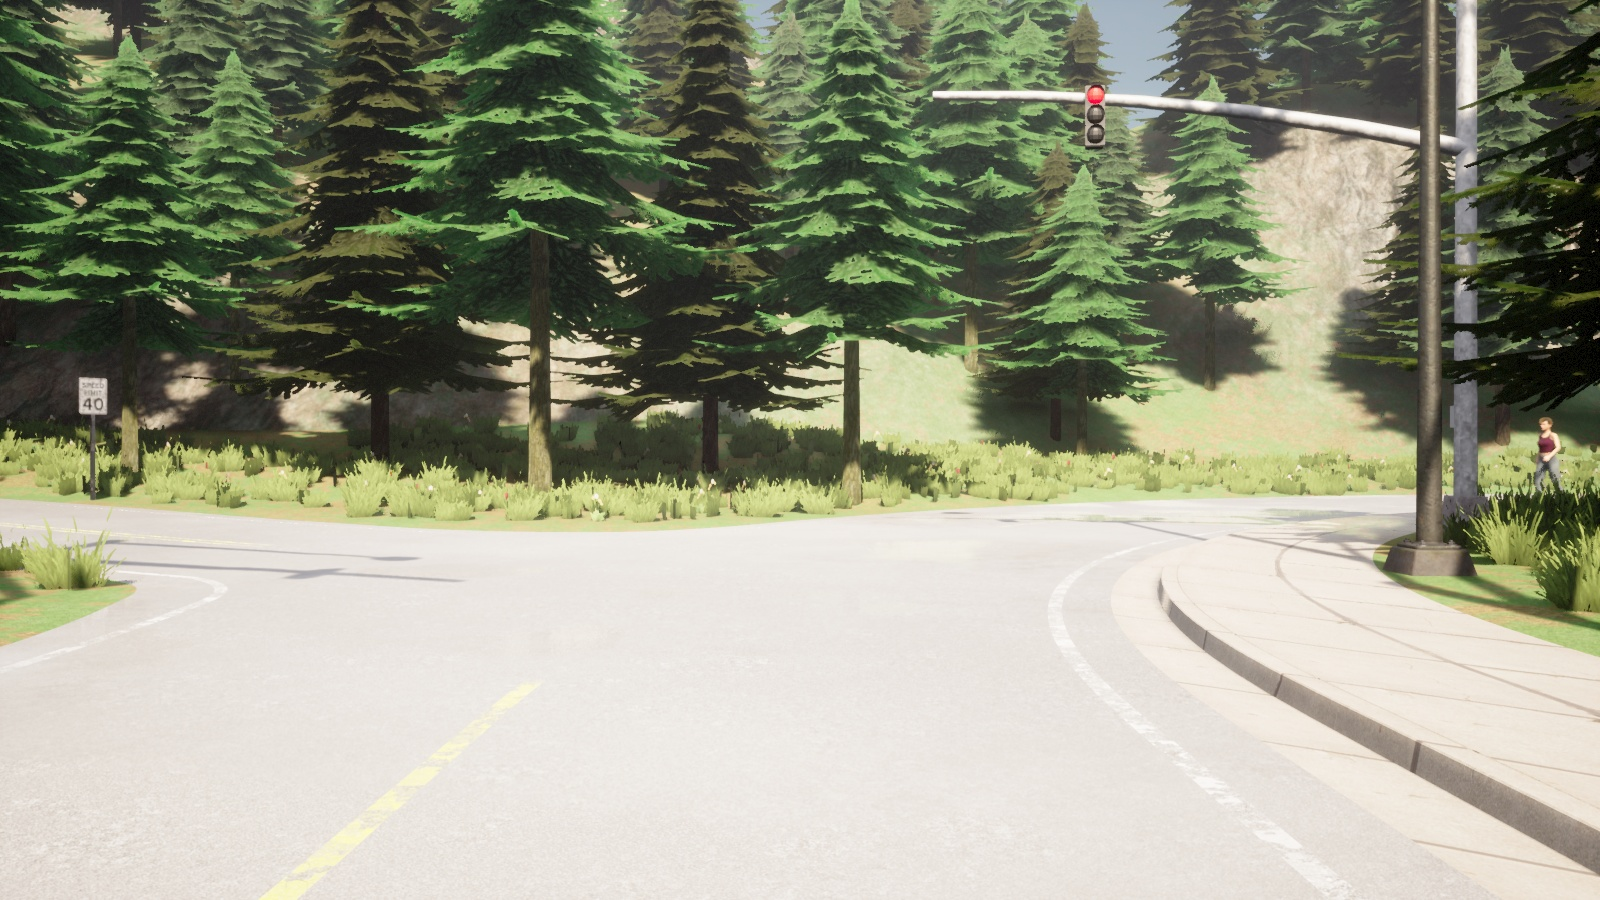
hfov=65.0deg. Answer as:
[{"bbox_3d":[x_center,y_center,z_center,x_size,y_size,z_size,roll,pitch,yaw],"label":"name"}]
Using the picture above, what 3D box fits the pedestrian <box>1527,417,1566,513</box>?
[{"bbox_3d":[14.461,0.283,24.326,0.594,1.836,0.345,0,0,-16],"label":"pedestrian"}]
